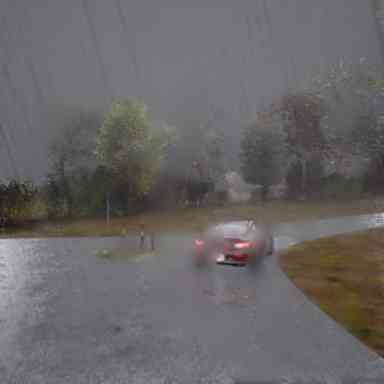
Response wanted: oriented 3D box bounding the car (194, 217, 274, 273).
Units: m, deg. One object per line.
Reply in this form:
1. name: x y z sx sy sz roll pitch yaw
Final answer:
1. car: 1.488 1.532 10.756 1.812 1.442 4.674 -1 0 21
